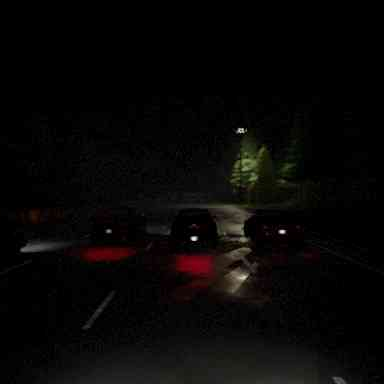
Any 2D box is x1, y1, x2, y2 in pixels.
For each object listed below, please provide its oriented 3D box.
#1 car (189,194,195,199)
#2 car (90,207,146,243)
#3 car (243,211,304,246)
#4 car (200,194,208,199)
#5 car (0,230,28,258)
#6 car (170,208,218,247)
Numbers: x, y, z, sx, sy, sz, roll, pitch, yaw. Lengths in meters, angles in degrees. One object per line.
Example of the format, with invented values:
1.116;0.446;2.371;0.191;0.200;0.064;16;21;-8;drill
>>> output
-0.016;1.467;95.249;1.895;1.301;4.718;0;0;0;car
-3.415;1.457;16.136;1.882;1.535;5.008;0;0;0;car
3.583;1.545;15.199;1.994;1.385;4.181;0;0;0;car
3.484;1.467;95.249;1.895;1.301;4.718;0;0;0;car
-6.936;1.535;9.670;2.033;1.411;5.357;0;0;0;car
0.083;1.486;14.832;1.837;1.490;4.892;0;0;0;car
